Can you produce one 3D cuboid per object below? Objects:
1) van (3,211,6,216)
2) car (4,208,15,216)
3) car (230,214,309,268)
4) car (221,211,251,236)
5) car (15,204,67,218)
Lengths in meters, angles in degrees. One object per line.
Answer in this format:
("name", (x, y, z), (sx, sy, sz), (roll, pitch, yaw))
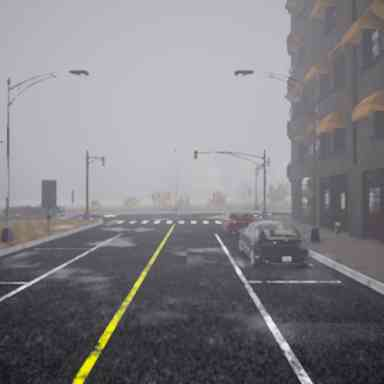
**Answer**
("van", (-5.340, 1.403, 6.061), (1.690, 1.788, 3.998), (0, -1, 0))
("car", (-20.563, 2.228, 40.274), (4.206, 1.307, 1.802), (-1, 0, 0))
("car", (2.672, 1.668, 11.528), (2.008, 1.369, 4.403), (0, -1, 0))
("car", (2.709, 1.742, 19.457), (1.887, 1.381, 4.507), (0, -1, 0))
("car", (-16.716, 2.057, 37.621), (4.902, 1.511, 2.128), (-1, -1, 0))
